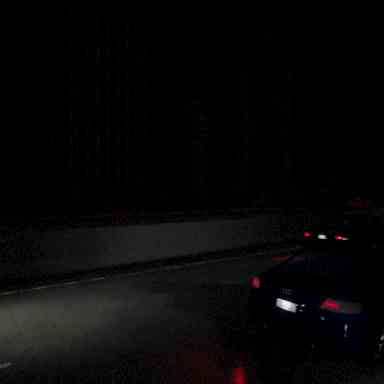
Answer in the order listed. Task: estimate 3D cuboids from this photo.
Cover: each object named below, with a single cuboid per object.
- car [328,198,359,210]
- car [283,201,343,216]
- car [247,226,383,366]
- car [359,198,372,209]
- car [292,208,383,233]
[{"bbox_3d":[12.702,1.492,30.244,5.008,1.535,1.882,0,0,-35],"label":"car"},{"bbox_3d":[7.979,1.572,22.579,4.181,1.385,1.994,0,0,-35],"label":"car"},{"bbox_3d":[2.960,1.566,5.858,4.181,1.385,1.994,0,0,-35],"label":"car"},{"bbox_3d":[19.326,1.509,39.258,5.008,1.535,1.882,0,0,-35],"label":"car"},{"bbox_3d":[6.410,1.552,12.618,5.357,1.411,2.033,0,0,-35],"label":"car"}]
